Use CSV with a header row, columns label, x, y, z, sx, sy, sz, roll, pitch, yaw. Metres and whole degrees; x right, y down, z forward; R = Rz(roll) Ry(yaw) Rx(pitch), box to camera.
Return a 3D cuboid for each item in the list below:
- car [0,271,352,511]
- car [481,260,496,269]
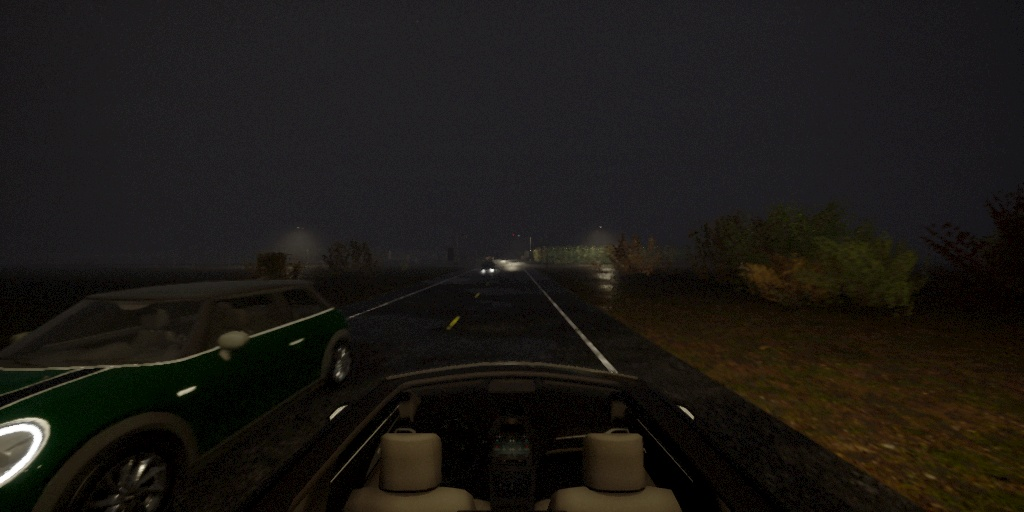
label,x,y,z,sx,sy,sz,roll,pitch,yaw
car,-3.598,1.102,3.804,2.097,1.767,4.553,0,0,0
car,-3.491,1.239,53.156,1.994,1.385,4.181,0,0,0
